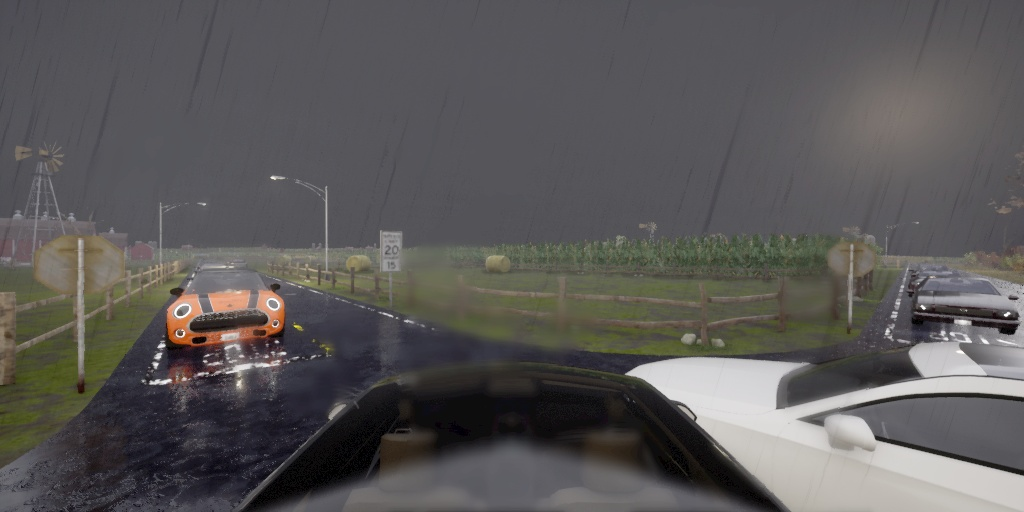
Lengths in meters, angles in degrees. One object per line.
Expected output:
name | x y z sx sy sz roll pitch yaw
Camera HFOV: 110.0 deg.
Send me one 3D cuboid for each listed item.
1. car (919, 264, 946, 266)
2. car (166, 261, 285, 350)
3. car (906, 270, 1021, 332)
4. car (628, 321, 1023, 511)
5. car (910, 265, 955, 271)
car | 28.790 1.300 24.617 4.902 1.511 2.128 0 1 -42
car | -7.429 1.135 9.416 2.097 1.767 4.553 0 0 -39
car | 13.686 1.331 11.065 5.357 1.411 2.033 0 1 -42
car | 2.868 1.293 2.162 1.812 1.442 4.674 0 1 -43
car | 21.121 1.358 17.742 4.181 1.385 1.994 0 1 -42
